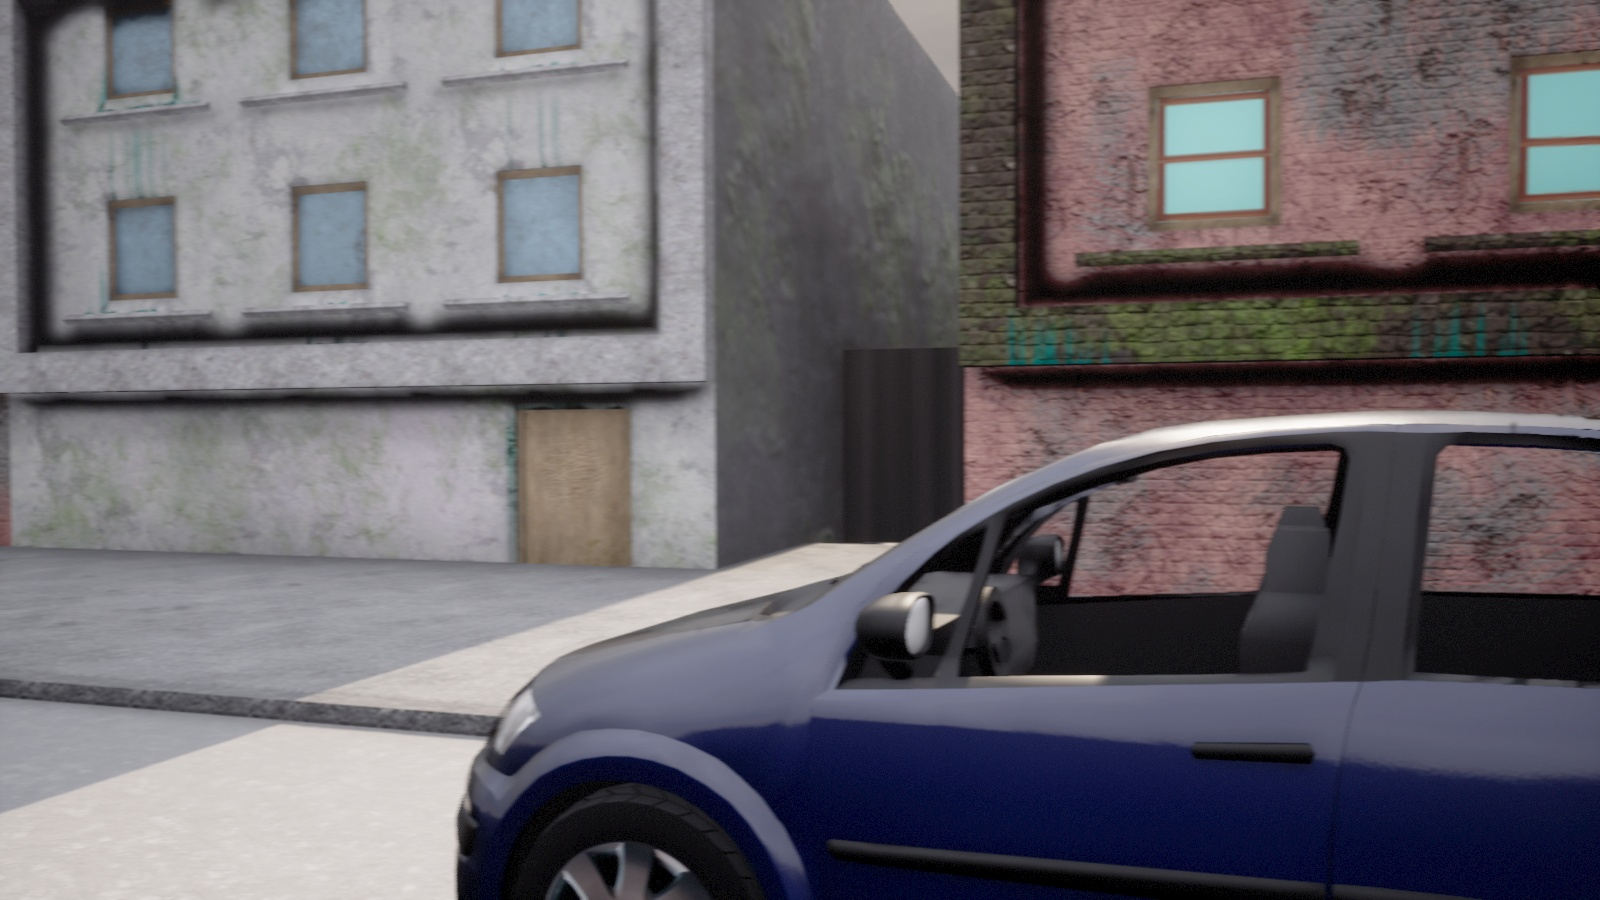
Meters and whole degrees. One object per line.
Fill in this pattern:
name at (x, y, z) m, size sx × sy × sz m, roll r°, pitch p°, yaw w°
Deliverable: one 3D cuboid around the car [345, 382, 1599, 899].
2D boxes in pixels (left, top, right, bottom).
car at (1.033, 0.670, 3.324) m, size 3.988 × 1.617 × 1.851 m, roll 1°, pitch 1°, yaw 22°
